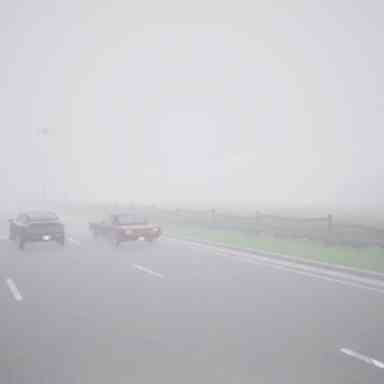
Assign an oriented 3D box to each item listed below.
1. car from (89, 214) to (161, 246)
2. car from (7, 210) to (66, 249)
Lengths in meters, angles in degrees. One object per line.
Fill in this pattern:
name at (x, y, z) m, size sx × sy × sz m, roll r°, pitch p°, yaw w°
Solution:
car at (-3.408, 1.723, 16.069) m, size 1.895 × 1.301 × 4.718 m, roll 0°, pitch -1°, yaw -35°
car at (-7.277, 1.624, 15.505) m, size 1.837 × 1.490 × 4.892 m, roll 0°, pitch -1°, yaw -35°
